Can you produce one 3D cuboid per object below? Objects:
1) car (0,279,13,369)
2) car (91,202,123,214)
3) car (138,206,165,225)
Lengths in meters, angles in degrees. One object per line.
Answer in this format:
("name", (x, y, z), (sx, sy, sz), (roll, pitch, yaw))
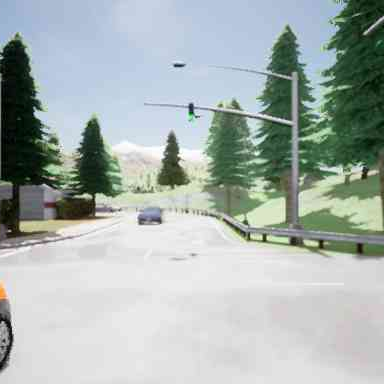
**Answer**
("car", (-3.490, 1.393, 2.621), (2.097, 1.767, 4.553), (0, -1, 0))
("car", (-11.259, 2.087, 43.022), (4.674, 1.442, 1.812), (0, -1, 13))
("car", (-3.314, 1.882, 27.972), (1.812, 1.442, 4.674), (0, -1, 1))
